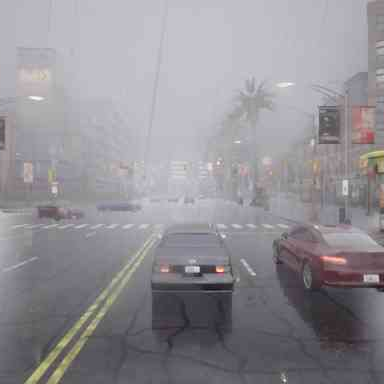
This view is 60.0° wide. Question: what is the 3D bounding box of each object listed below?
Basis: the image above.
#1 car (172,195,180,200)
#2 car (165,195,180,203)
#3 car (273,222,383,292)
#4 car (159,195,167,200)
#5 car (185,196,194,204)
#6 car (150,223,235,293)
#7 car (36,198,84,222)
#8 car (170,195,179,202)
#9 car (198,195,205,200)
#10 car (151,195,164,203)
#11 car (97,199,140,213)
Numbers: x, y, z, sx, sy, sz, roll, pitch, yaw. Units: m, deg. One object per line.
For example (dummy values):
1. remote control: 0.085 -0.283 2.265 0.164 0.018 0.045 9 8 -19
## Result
1. car: -4.326 1.500 90.963 1.837 1.490 4.892 0 0 -1
2. car: -4.148 1.478 71.718 1.882 1.535 5.008 0 0 -1
3. car: 3.498 1.526 8.805 1.812 1.442 4.674 0 0 0
4. car: -7.824 1.595 90.598 1.895 1.301 4.718 0 0 -1
5. car: -0.511 1.491 65.630 2.128 1.511 4.902 0 0 0
6. car: -0.001 1.547 8.961 2.033 1.411 5.357 0 0 0
7. car: -10.633 1.352 26.765 4.553 1.767 2.097 0 0 41
8. car: -4.232 1.524 80.913 1.812 1.442 4.674 0 0 -1
9. car: 2.644 1.524 94.406 1.812 1.442 4.674 0 0 -1
10. car: -7.643 1.524 71.178 1.812 1.442 4.674 0 0 -1
11. car: -7.972 1.526 36.242 4.674 1.442 1.812 0 0 -20
